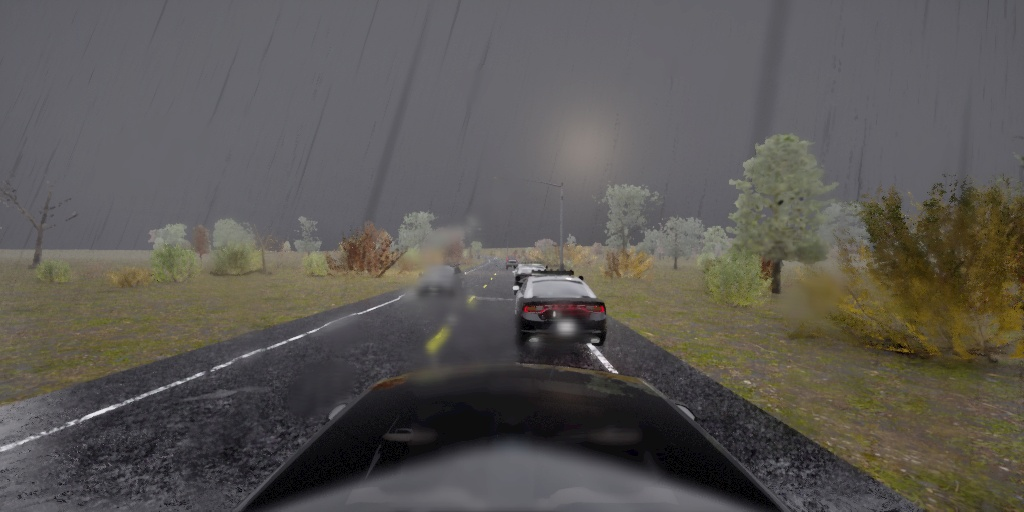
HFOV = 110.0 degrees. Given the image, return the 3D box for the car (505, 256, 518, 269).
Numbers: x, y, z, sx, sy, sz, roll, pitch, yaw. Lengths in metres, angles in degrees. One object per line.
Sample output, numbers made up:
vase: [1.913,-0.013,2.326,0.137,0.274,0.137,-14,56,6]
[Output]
car: [0.057,1.166,52.581,1.837,1.490,4.892,0,0,0]

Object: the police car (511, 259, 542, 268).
police car: [1.050,1.159,19.514,1.930,1.638,5.238,0,0,0]

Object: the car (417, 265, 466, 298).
car: [-3.501,1.240,18.454,1.837,1.490,4.892,0,0,0]

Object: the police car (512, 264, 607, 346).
police car: [1.050,1.170,9.512,1.930,1.638,5.238,0,0,0]
